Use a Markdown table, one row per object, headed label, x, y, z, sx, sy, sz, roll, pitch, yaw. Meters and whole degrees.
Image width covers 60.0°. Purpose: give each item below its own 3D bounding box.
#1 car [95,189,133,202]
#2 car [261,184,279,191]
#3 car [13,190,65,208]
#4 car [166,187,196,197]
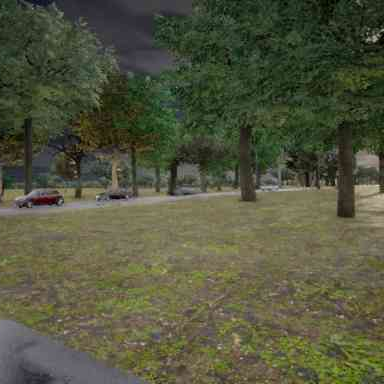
| label | x | y | z | sx | sy | sz | roll | pitch | yaw |
| --- | --- | --- | --- | --- | --- | --- | --- | --- | --- |
| car | -9.336 | 0.363 | 39.815 | 2.128 | 1.511 | 4.902 | -1 | 2 | 38 |
| car | 15.494 | -0.862 | 66.006 | 1.895 | 1.301 | 4.718 | -1 | 2 | 37 |
| car | -14.963 | 0.590 | 32.512 | 2.097 | 1.767 | 4.553 | -1 | 2 | 38 |
| car | -1.511 | -0.070 | 49.961 | 2.033 | 1.411 | 5.357 | -1 | 2 | 38 |
